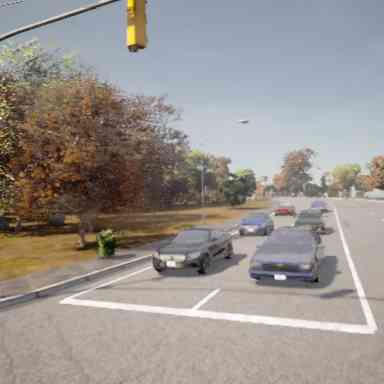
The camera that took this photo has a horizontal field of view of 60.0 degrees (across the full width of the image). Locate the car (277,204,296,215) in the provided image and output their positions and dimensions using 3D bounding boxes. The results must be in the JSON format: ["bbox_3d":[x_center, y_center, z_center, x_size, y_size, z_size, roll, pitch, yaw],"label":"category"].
[{"bbox_3d":[10.640,2.035,37.900,1.895,1.301,4.718,-3,0,23],"label":"car"}]

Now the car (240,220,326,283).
[{"bbox_3d":[3.452,1.925,11.282,2.033,1.411,5.357,-3,-2,25],"label":"car"}]

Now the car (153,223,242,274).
[{"bbox_3d":[0.262,2.082,12.825,1.812,1.442,4.674,-3,-2,24],"label":"car"}]

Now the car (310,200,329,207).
[{"bbox_3d":[15.271,1.713,39.908,1.812,1.442,4.674,-3,0,23],"label":"car"}]

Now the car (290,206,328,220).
[{"bbox_3d":[8.029,1.976,22.457,1.837,1.490,4.892,-3,-1,22],"label":"car"}]

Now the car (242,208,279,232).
[{"bbox_3d":[4.636,2.171,23.397,1.812,1.442,4.674,-3,-1,22],"label":"car"}]
